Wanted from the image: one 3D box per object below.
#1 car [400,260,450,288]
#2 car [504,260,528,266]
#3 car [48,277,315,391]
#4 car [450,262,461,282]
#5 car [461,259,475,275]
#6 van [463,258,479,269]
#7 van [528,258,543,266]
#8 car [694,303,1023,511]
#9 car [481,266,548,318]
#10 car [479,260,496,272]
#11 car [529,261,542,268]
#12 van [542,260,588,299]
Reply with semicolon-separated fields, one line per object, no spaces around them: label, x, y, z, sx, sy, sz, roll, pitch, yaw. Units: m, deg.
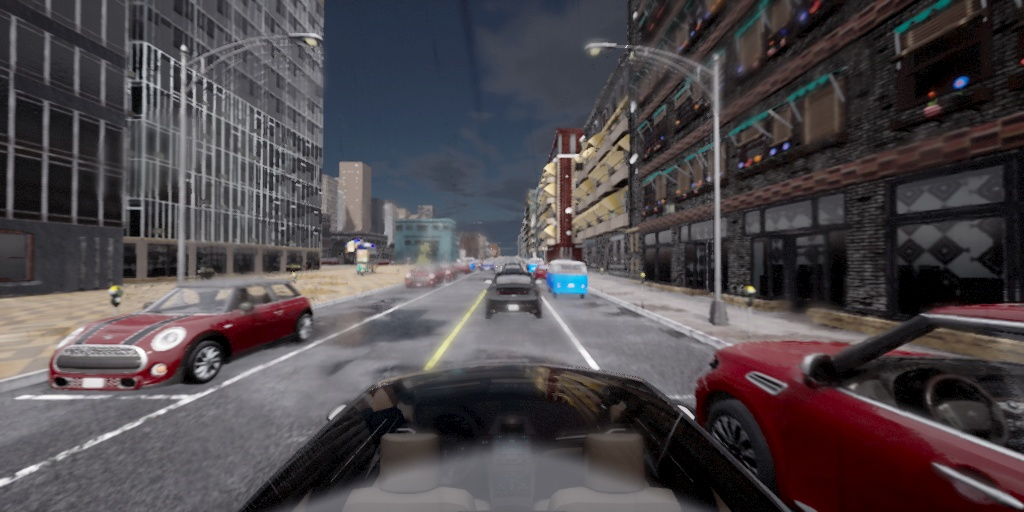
car;-5.669;1.229;23.800;1.967;1.591;4.097;0;0;0
car;0.063;1.302;28.159;1.837;1.490;4.892;0;0;0
car;-5.694;1.200;6.862;1.967;1.591;4.097;0;0;0
car;-5.665;1.236;29.447;1.967;1.591;4.097;0;0;0
car;-5.668;1.354;40.738;1.888;1.381;4.507;0;0;0
van;-5.670;1.155;46.384;1.690;1.789;3.998;0;0;0
van;2.680;1.150;40.774;1.690;1.789;3.998;0;0;0
car;2.692;1.064;1.249;2.192;1.841;5.009;0;0;0
car;0.067;1.278;13.010;1.837;1.490;4.892;0;0;0
car;-3.102;1.340;46.701;1.812;1.442;4.674;0;0;0
car;2.683;1.342;29.482;1.888;1.381;4.507;0;0;0
van;2.687;1.121;18.188;1.690;1.789;3.998;0;0;0
